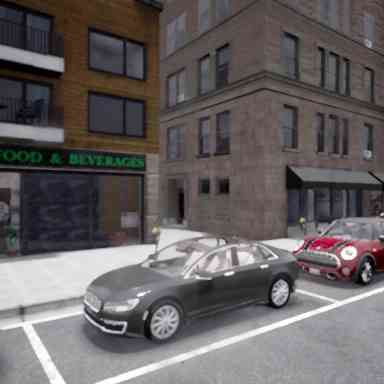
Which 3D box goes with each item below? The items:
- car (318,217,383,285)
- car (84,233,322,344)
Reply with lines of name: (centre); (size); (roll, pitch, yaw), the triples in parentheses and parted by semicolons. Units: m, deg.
car: (4.719, 1.488, 9.543); (4.097, 1.590, 1.967); (0, 0, -35)
car: (0.221, 1.569, 6.343); (4.403, 1.369, 2.008); (0, 0, -35)
